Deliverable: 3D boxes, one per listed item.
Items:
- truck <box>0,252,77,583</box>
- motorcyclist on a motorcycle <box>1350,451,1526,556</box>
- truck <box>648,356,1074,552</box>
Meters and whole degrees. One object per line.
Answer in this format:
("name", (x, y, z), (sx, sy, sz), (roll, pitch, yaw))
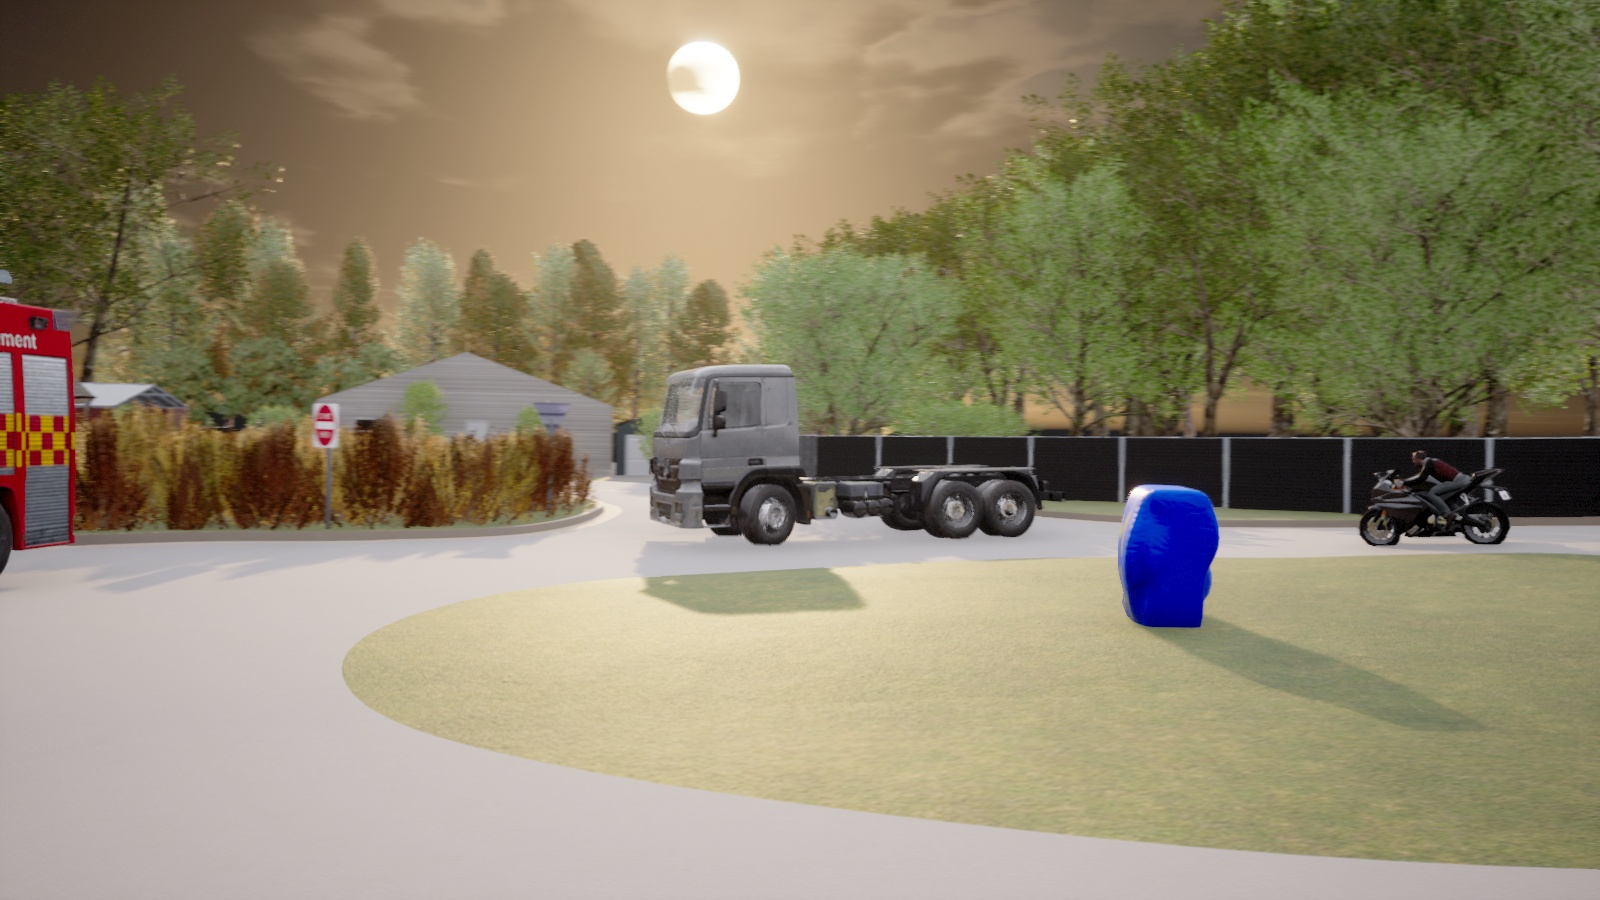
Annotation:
("truck", (-10.837, -0.355, 11.769), (2.891, 3.827, 8.468), (1, 1, 3))
("motorcyclist on a motorcycle", (9.916, 0.859, 19.586), (0.866, 1.530, 2.191), (-1, -3, -43))
("truck", (1.226, 0.002, 24.924), (7.936, 3.462, 2.891), (-1, 1, -20))
